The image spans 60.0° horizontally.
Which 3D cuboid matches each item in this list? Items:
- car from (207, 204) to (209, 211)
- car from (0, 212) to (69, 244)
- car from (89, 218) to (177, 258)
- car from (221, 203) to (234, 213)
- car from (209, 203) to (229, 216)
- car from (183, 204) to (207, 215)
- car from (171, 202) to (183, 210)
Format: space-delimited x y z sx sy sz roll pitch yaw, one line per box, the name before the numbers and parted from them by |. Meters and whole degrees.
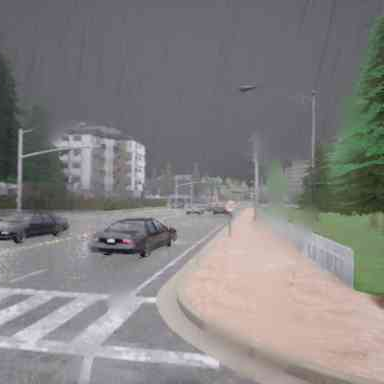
car | 2.387 2.668 56.467 2.033 1.411 5.357 1 -1 11
car | -8.569 1.760 17.444 2.033 1.411 5.357 1 -1 11
car | -2.197 1.788 13.911 2.033 1.411 5.357 1 -1 14
car | 6.207 2.707 57.757 1.837 1.490 4.892 1 -1 11
car | 4.066 2.442 46.191 2.128 1.511 4.902 1 -1 11
car | 0.485 2.495 46.106 1.895 1.301 4.718 1 -1 11
car | -2.843 2.736 66.752 2.128 1.511 4.902 1 -1 11
